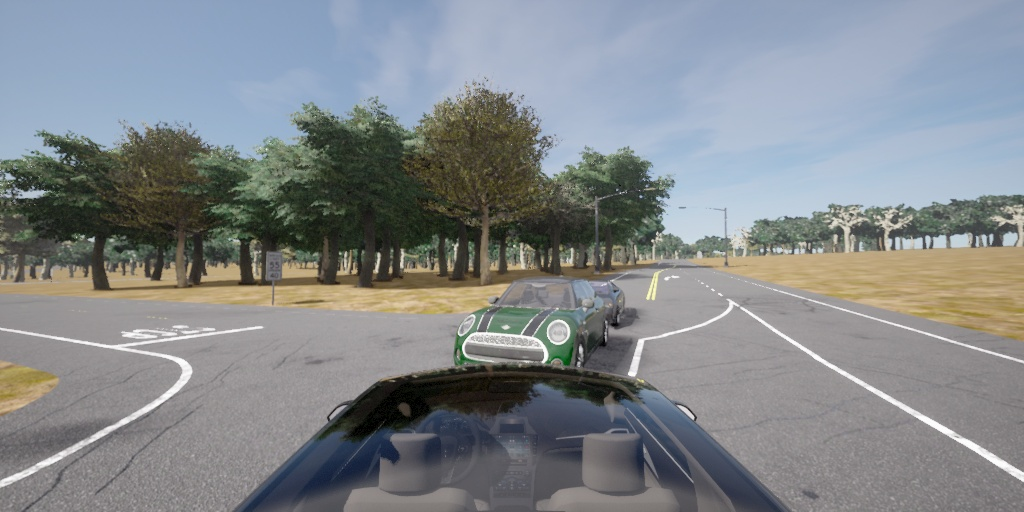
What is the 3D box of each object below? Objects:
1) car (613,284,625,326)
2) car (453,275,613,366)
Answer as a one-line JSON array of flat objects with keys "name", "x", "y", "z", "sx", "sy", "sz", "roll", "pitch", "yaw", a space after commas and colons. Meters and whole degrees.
[{"name": "car", "x": 2.913, "y": 1.555, "z": 12.880, "sx": 1.994, "sy": 1.385, "sz": 4.181, "roll": -2, "pitch": 0, "yaw": 22}, {"name": "car", "x": 0.685, "y": 1.222, "z": 7.449, "sx": 2.097, "sy": 1.767, "sz": 4.553, "roll": -1, "pitch": -2, "yaw": 22}]
